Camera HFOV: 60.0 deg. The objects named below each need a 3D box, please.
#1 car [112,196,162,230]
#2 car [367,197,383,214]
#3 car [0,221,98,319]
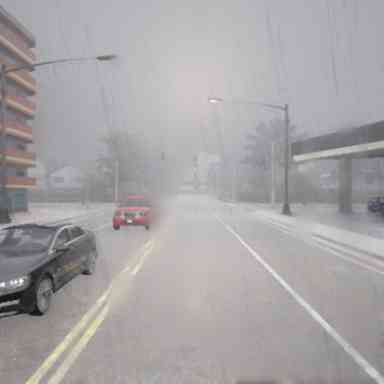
[{"bbox_3d":[-3.458,1.264,21.267,2.150,2.045,5.566,0,0,0],"label":"car"},{"bbox_3d":[20.341,1.324,33.728,4.611,1.667,2.242,0,0,1],"label":"car"},{"bbox_3d":[-3.587,1.480,7.593,2.128,1.511,4.902,0,0,0],"label":"car"}]
